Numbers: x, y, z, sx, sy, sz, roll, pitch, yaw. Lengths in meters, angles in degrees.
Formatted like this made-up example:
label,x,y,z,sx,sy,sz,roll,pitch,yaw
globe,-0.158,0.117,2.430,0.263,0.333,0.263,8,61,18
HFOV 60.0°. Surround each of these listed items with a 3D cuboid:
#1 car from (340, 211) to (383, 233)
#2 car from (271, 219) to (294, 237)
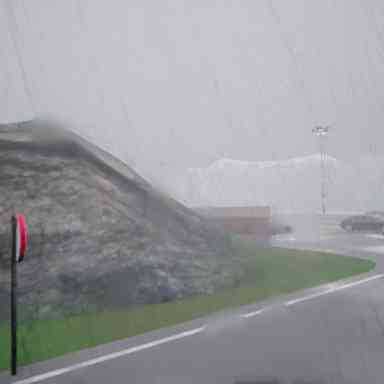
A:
label,x,y,z,sx,sy,sz,roll,pitch,yaw
car,14.542,2.547,26.929,1.837,1.490,4.892,0,-3,-36
car,5.674,2.803,27.245,2.033,1.411,5.357,0,-3,-36
